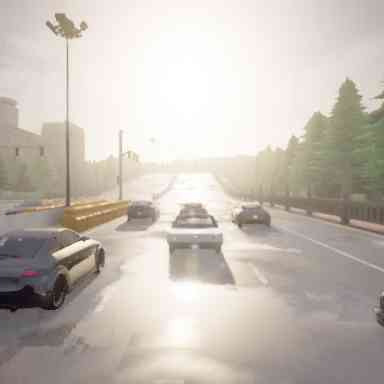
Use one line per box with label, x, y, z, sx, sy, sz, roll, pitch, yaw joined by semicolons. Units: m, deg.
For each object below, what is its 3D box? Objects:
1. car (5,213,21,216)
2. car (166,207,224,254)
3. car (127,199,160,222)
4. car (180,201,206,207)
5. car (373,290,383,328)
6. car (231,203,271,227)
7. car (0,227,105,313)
car;-10.574;1.252;22.377;1.882;1.535;5.008;0;1;0
car;0.102;1.469;12.934;1.895;1.301;4.718;0;0;0
car;-3.396;1.235;24.003;1.882;1.535;5.008;0;1;0
car;0.104;1.322;23.845;1.994;1.385;4.181;0;1;0
car;3.602;1.521;2.464;2.033;1.411;5.357;0;1;0
car;3.603;1.352;20.896;1.994;1.385;4.181;0;1;0
car;-3.399;1.486;7.585;1.994;1.385;4.181;0;1;0
